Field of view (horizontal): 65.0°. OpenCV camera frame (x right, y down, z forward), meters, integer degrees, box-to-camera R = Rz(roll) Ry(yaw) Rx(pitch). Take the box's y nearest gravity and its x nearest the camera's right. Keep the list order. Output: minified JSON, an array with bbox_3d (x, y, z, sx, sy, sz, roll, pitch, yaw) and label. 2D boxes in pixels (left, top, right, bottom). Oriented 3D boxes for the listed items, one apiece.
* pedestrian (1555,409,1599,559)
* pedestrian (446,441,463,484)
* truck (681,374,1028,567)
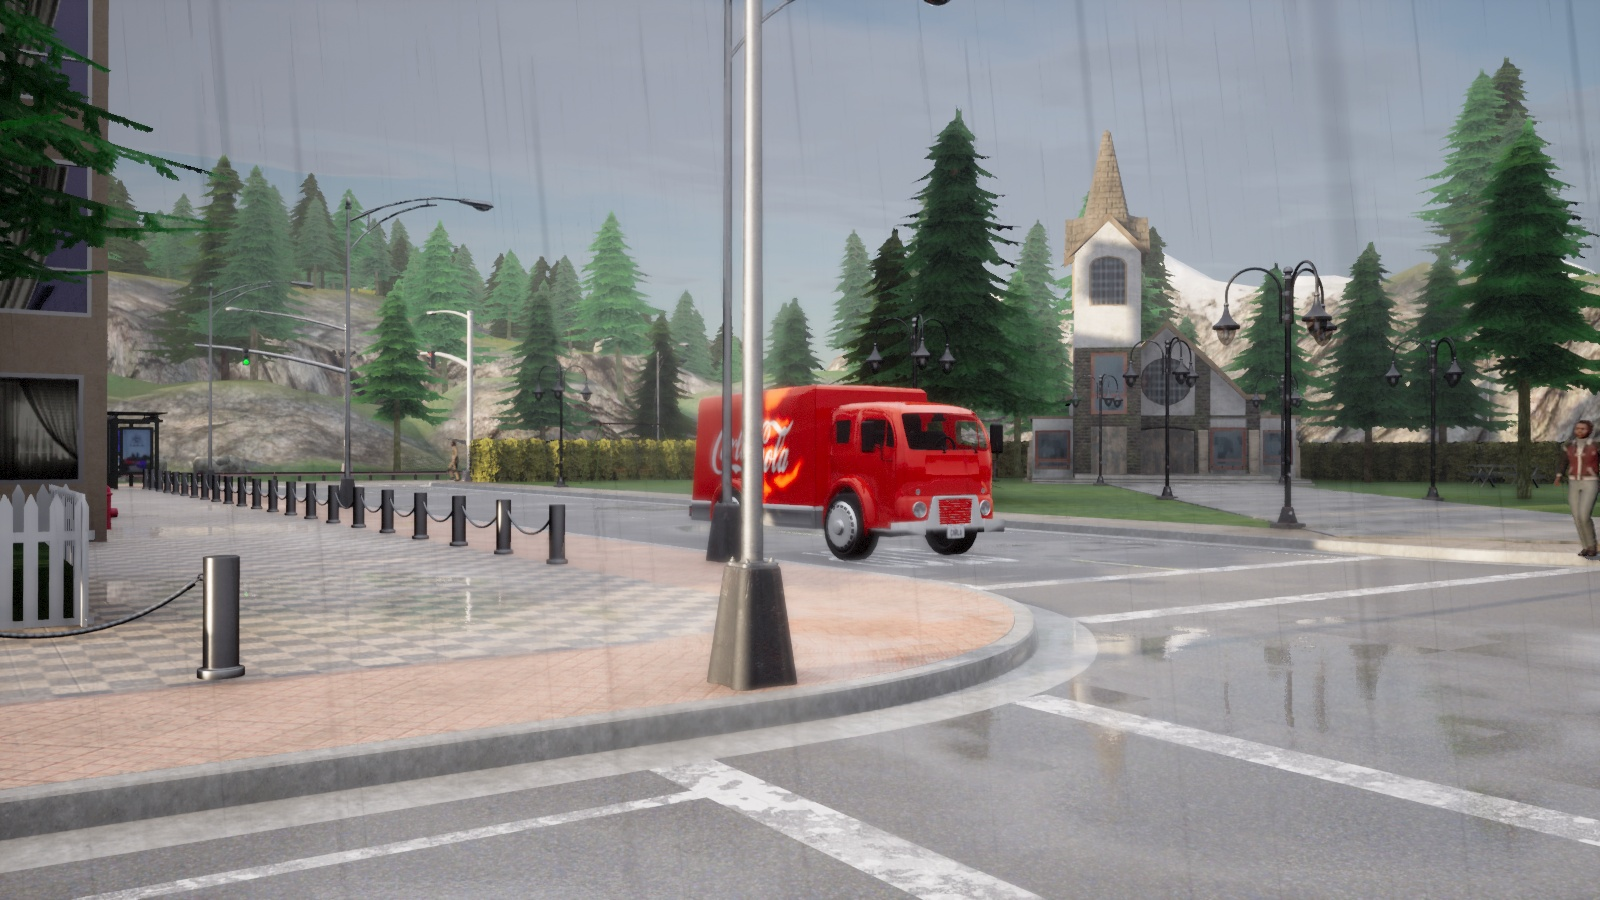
[{"bbox_3d":[10.318,0.439,16.536,0.666,1.930,0.402,0,0,-34],"label":"pedestrian"},{"bbox_3d":[-15.418,0.560,56.098,0.692,1.930,0.396,0,0,-22],"label":"pedestrian"},{"bbox_3d":[0.632,0.297,18.986,2.627,2.467,5.204,0,-1,-34],"label":"truck"}]
